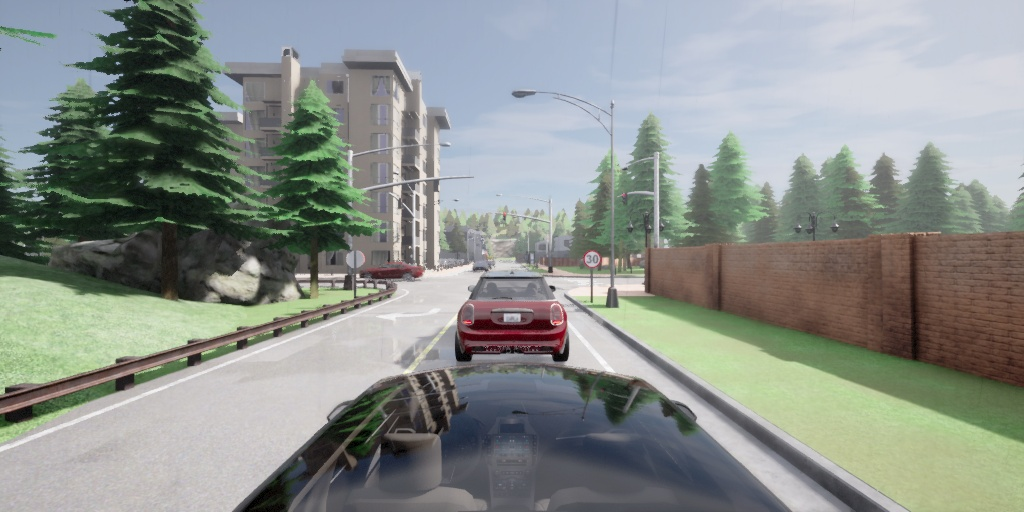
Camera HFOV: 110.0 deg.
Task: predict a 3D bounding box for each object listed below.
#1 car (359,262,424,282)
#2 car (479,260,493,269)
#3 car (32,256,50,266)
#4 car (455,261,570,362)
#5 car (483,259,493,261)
[{"bbox_3d":[-9.651,1.238,28.881,5.008,1.535,1.882,0,0,-2],"label":"car"},{"bbox_3d":[-4.080,1.351,56.370,1.895,1.301,4.718,0,0,0],"label":"car"},{"bbox_3d":[-30.940,0.987,24.700,5.566,2.045,2.150,0,0,-1],"label":"car"},{"bbox_3d":[0.002,1.102,8.402,2.097,1.767,4.553,0,0,0],"label":"car"},{"bbox_3d":[-3.998,1.297,46.697,2.033,1.411,5.357,0,0,0],"label":"car"}]
